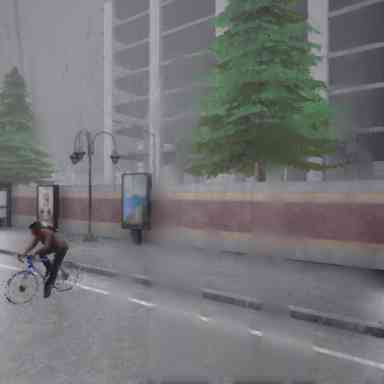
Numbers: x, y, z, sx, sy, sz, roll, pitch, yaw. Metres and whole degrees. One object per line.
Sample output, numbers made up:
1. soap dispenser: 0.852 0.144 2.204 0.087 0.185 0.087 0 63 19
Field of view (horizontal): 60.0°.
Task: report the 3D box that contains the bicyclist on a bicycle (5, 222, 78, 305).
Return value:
1. bicyclist on a bicycle: -3.121 1.439 7.030 0.582 1.620 1.656 0 2 36
